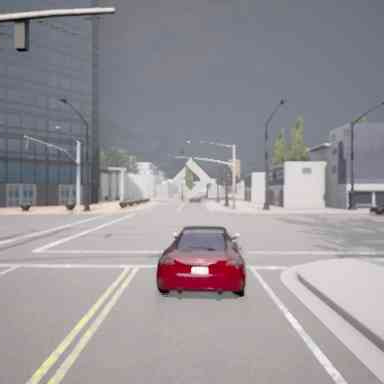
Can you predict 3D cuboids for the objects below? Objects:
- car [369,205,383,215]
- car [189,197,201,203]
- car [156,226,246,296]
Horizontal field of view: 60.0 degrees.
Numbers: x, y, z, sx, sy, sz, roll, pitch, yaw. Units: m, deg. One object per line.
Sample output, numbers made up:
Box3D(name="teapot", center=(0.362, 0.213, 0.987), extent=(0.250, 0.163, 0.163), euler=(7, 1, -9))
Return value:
Box3D(name="car", center=(19.862, 1.520, 31.610), extent=(5.357, 1.411, 2.033), euler=(0, 0, -1))
Box3D(name="car", center=(0.723, 1.637, 71.513), extent=(1.895, 1.301, 4.718), euler=(0, 0, 12))
Box3D(name="car", center=(0.347, 1.569, 8.775), extent=(1.994, 1.385, 4.181), euler=(0, 0, 5))
